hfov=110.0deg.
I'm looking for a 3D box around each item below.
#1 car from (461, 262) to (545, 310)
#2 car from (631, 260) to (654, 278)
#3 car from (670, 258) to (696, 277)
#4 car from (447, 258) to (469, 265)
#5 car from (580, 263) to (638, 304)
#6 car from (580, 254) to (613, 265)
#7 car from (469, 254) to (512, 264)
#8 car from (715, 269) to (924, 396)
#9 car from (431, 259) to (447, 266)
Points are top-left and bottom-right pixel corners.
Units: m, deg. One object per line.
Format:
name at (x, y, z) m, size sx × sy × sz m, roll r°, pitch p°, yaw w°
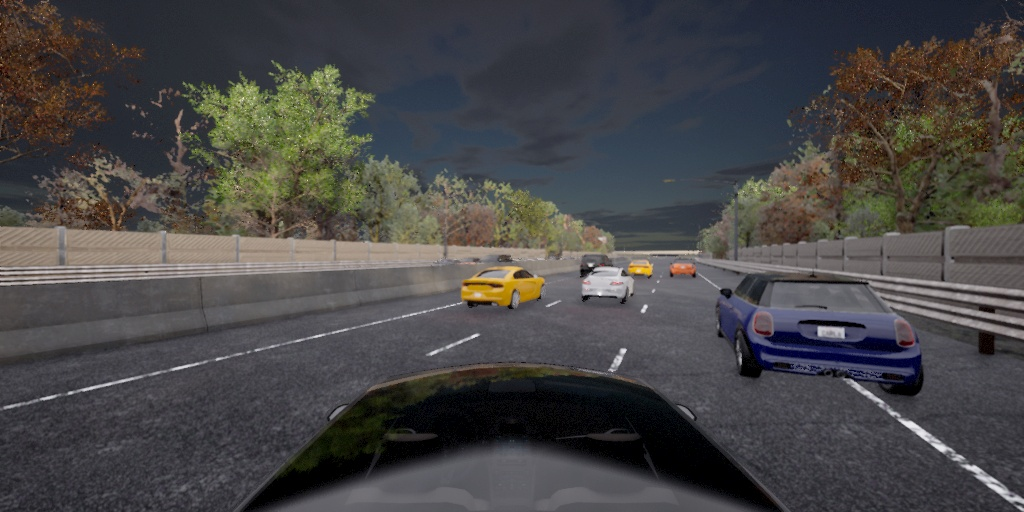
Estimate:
car at (-0.154, 1.179, 14.584) m, size 1.882 × 1.535 × 5.008 m, roll 0°, pitch 0°, yaw 24°
car at (11.708, 1.121, 32.573) m, size 1.882 × 1.535 × 5.008 m, roll 0°, pitch 0°, yaw 24°
car at (15.882, 0.994, 33.408) m, size 2.097 × 1.767 × 4.553 m, roll 0°, pitch 0°, yaw 24°
car at (-4.665, 0.962, 39.314) m, size 2.097 × 1.767 × 4.553 m, roll 0°, pitch 0°, yaw 24°
car at (4.399, 1.224, 16.197) m, size 1.812 × 1.442 × 4.674 m, roll 0°, pitch 0°, yaw 24°
car at (7.578, 0.864, 31.913) m, size 2.150 × 2.045 × 5.566 m, roll 0°, pitch 0°, yaw 24°
car at (-1.836, 0.841, 37.064) m, size 2.150 × 2.045 × 5.566 m, roll 0°, pitch 0°, yaw 24°
car at (5.347, 1.084, 6.977) m, size 2.097 × 1.767 × 4.553 m, roll 0°, pitch 0°, yaw 24°
car at (-7.539, 1.092, 41.460) m, size 2.128 × 1.511 × 4.902 m, roll 0°, pitch 0°, yaw 24°
